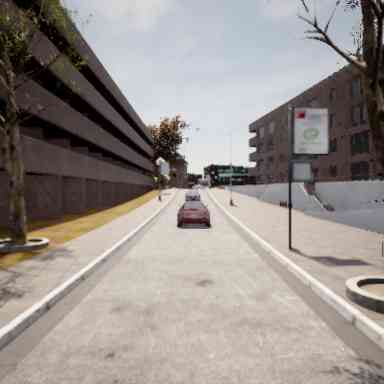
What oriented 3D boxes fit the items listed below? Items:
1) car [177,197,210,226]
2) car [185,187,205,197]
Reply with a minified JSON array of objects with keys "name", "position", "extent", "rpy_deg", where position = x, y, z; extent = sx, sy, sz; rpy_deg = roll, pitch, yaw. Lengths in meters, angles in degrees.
[{"name":"car","position":[0.104,1.254,20.914],"extent":[1.994,1.385,4.181],"rpy_deg":[0,2,0]},{"name":"car","position":[0.108,0.505,38.928],"extent":[2.033,1.411,5.357],"rpy_deg":[0,3,0]}]
